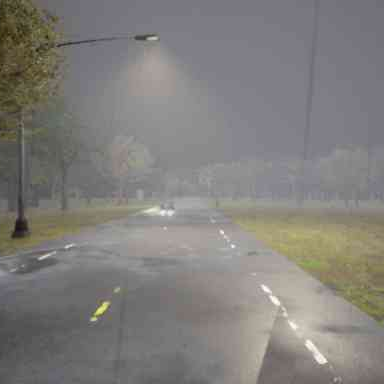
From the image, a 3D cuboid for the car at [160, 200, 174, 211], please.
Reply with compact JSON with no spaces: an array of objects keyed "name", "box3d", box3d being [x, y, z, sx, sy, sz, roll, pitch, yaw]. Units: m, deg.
[{"name":"car","box3d":[-3.591,1.892,48.663,2.128,1.511,4.902,0,-1,0]}]
